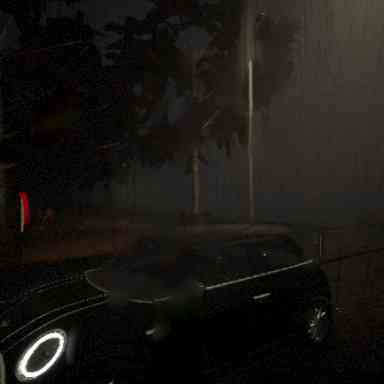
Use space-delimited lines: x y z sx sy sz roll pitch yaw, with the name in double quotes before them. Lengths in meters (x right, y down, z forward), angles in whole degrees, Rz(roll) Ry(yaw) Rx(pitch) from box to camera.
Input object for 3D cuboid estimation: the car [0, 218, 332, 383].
"car" -0.174 1.319 4.482 4.553 1.767 2.097 -1 1 -35
